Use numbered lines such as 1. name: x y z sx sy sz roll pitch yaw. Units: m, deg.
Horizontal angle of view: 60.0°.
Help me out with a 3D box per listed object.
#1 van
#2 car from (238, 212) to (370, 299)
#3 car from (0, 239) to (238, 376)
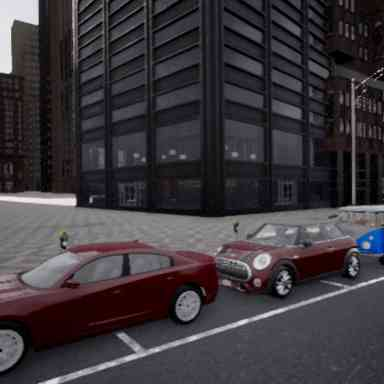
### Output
1. van: 6.356 1.330 11.194 3.998 1.788 1.690 0 -1 -35
2. car: 2.378 1.434 8.356 4.097 1.590 1.967 0 -1 -35
3. car: -1.599 1.543 5.519 4.507 1.381 1.887 0 -1 -35
